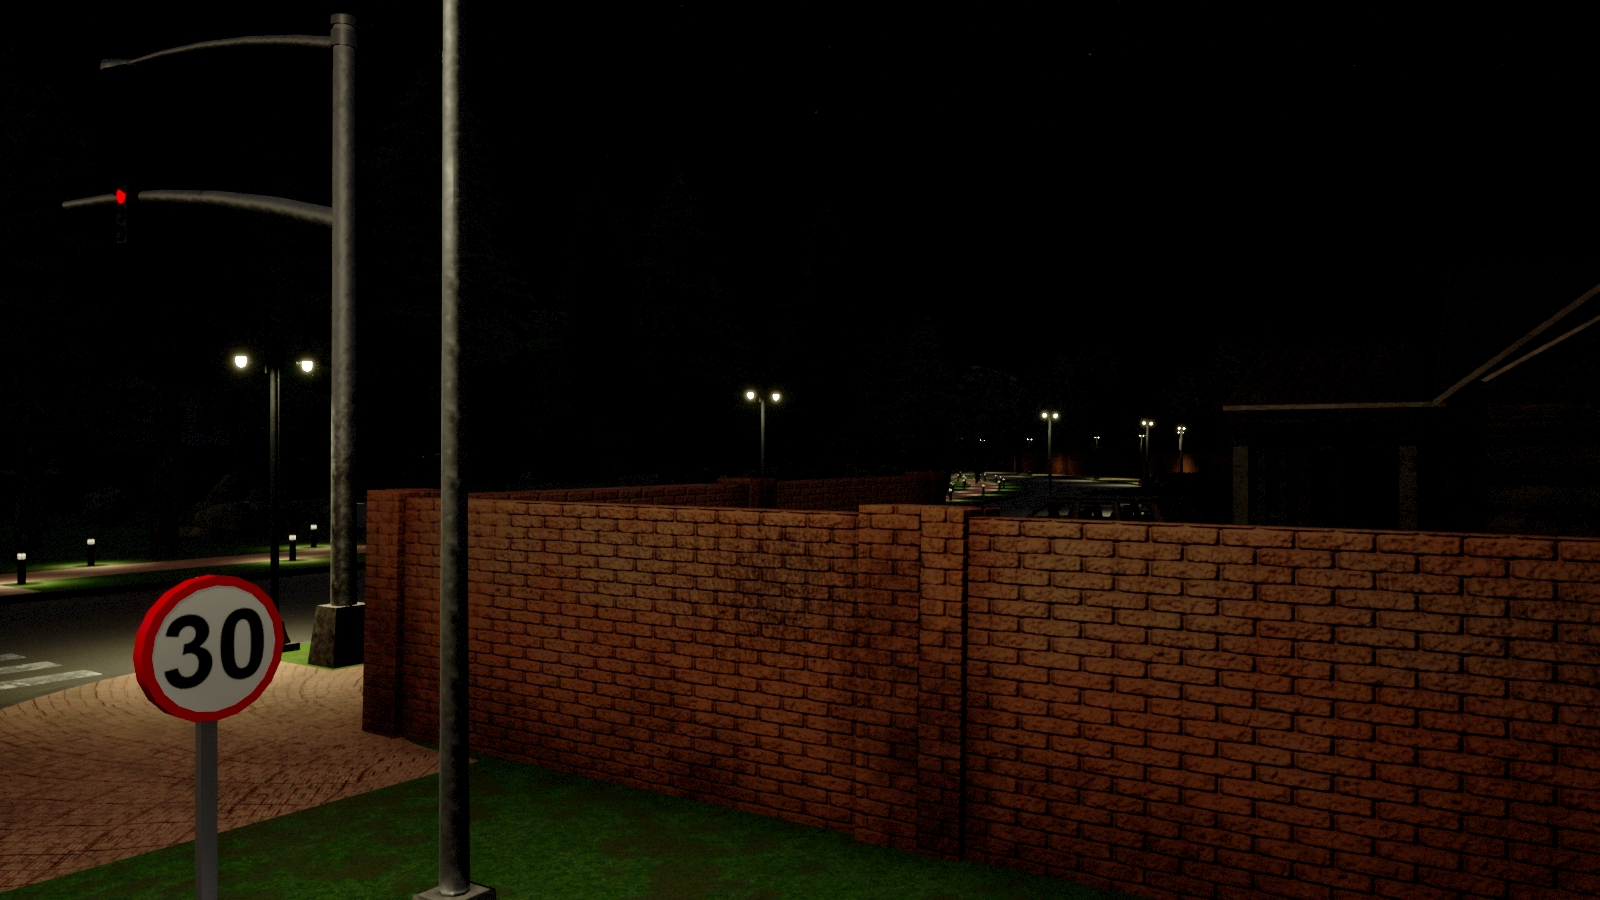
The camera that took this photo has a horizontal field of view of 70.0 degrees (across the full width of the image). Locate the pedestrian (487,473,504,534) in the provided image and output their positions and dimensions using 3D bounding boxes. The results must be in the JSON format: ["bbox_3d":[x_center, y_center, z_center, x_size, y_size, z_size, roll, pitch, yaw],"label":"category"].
[{"bbox_3d":[-9.462,1.663,35.491,0.375,1.860,0.375,0,0,34],"label":"pedestrian"}]
